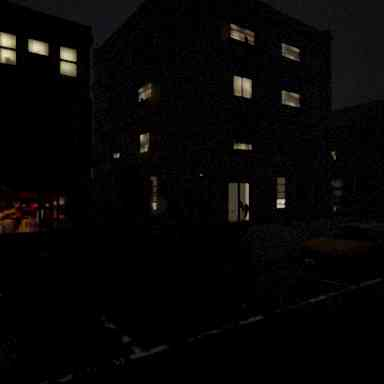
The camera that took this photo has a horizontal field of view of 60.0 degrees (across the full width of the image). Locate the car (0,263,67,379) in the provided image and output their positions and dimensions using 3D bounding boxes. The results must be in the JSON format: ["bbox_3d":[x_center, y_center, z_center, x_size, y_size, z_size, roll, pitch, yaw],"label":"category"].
[{"bbox_3d":[-3.795,1.551,3.854,4.403,1.369,2.008,0,0,-36],"label":"car"}]

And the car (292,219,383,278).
[{"bbox_3d":[5.056,1.525,10.177,4.829,1.417,1.752,0,0,-36],"label":"car"}]
